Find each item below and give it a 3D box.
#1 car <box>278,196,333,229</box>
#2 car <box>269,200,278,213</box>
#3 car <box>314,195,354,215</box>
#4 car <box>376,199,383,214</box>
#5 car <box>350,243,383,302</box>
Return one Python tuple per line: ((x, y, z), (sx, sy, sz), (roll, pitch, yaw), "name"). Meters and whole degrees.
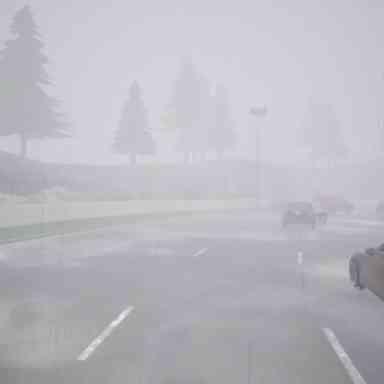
((7.765, 1.379, 22.494), (2.097, 1.767, 4.553), (1, 0, 34), "car")
((10.342, 1.514, 35.952), (4.902, 1.511, 2.128), (0, 0, -41), "car")
((14.620, 1.288, 34.702), (5.566, 2.045, 2.150), (0, 0, -38), "car")
((21.515, 1.486, 35.005), (4.553, 1.767, 2.097), (0, 0, -31), "car")
((4.454, 1.555, 6.194), (1.812, 1.442, 4.674), (0, 0, 10), "car")
